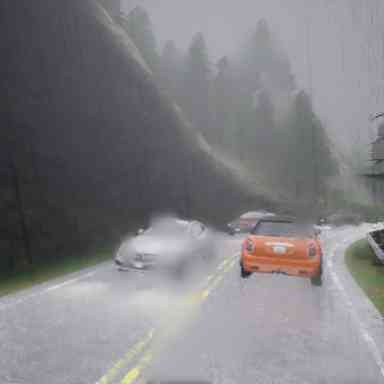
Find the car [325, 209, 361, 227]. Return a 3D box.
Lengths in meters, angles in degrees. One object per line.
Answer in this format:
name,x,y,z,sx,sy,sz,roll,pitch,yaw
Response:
car,12.141,2.131,27.686,4.181,1.385,1.994,1,-3,-31

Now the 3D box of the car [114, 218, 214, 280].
car,-0.571,1.580,10.437,1.812,1.442,4.674,2,-1,19

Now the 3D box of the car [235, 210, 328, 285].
car,2.904,1.520,10.487,2.097,1.767,4.553,2,0,18

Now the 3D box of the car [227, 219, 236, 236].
car,3.828,1.822,19.728,1.812,1.442,4.674,0,-2,36
